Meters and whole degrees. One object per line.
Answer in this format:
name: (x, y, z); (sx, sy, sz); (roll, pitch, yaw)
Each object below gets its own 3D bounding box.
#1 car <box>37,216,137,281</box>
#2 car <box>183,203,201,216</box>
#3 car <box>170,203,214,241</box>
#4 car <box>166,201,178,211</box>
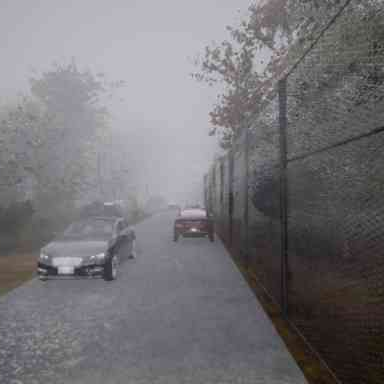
car: (-2.862, 1.517, 9.991); (2.128, 1.511, 4.902); (0, 0, 0)
car: (-0.007, 1.920, 37.733); (1.994, 1.385, 4.181); (0, -1, 0)
car: (0.073, 1.552, 17.260); (1.882, 1.535, 5.008); (0, -1, 0)
car: (-2.895, 2.133, 51.213); (1.882, 1.535, 5.008); (0, -1, 1)
